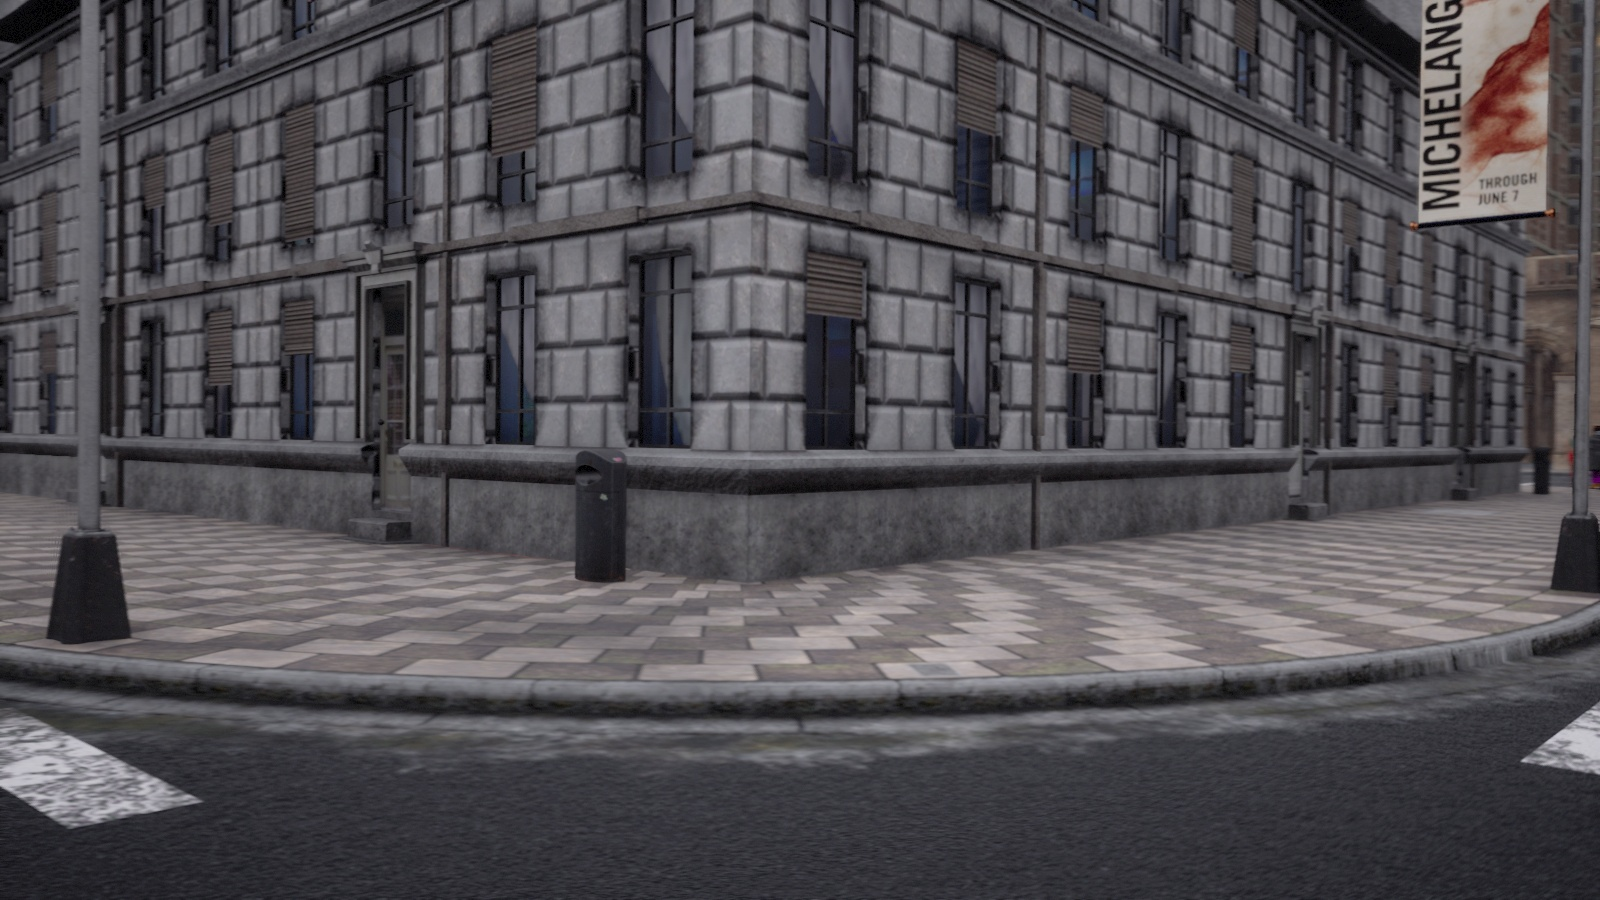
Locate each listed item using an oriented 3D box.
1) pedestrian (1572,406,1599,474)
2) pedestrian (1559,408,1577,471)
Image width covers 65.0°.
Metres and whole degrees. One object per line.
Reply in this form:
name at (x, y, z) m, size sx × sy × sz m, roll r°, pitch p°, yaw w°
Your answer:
pedestrian at (22.882, -0.302, 36.387) m, size 0.659 × 1.952 × 0.873 m, roll 0°, pitch 1°, yaw 17°
pedestrian at (22.573, -0.305, 36.907) m, size 0.345 × 1.836 × 0.594 m, roll 0°, pitch 1°, yaw 41°
